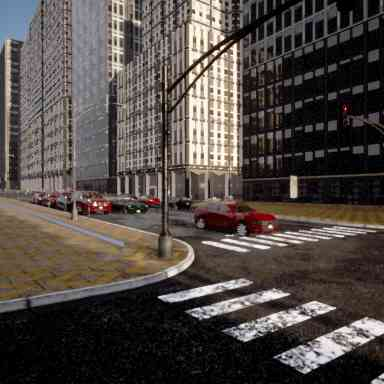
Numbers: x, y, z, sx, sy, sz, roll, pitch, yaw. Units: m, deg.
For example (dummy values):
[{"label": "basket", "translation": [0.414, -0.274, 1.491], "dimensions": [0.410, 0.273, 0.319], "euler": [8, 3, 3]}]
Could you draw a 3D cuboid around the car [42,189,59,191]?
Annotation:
[{"label": "car", "translation": [-25.091, 0.380, 59.870], "dimensions": [2.033, 1.411, 5.357], "euler": [0, 1, -34]}]

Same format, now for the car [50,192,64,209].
[{"label": "car", "translation": [-11.697, 0.987, 31.749], "dimensions": [1.947, 1.339, 4.313], "euler": [1, 0, -36]}]

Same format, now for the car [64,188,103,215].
[{"label": "car", "translation": [-8.378, 0.841, 27.209], "dimensions": [2.192, 1.841, 5.009], "euler": [1, 0, -36]}]

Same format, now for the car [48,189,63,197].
[{"label": "car", "translation": [-28.127, 0.214, 68.469], "dimensions": [2.008, 1.369, 4.403], "euler": [1, 0, -36]}]

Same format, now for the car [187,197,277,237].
[{"label": "car", "translation": [2.115, 1.263, 17.219], "dimensions": [1.882, 1.535, 5.008], "euler": [0, 1, -36]}]

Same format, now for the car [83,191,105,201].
[{"label": "car", "translation": [-14.874, 0.646, 50.314], "dimensions": [1.947, 1.339, 4.313], "euler": [1, 0, -36]}]

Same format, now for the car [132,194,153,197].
[{"label": "car", "translation": [-4.934, 0.977, 36.697], "dimensions": [1.802, 1.307, 4.206], "euler": [1, 0, -36]}]

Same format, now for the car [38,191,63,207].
[{"label": "car", "translation": [-15.009, 0.861, 36.287], "dimensions": [1.887, 1.381, 4.507], "euler": [1, 0, -36]}]

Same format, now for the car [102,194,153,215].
[{"label": "car", "translation": [-5.426, 1.147, 27.530], "dimensions": [1.895, 1.301, 4.718], "euler": [0, 1, -36]}]

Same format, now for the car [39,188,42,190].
[{"label": "car", "translation": [-31.441, 0.104, 73.009], "dimensions": [1.887, 1.381, 4.507], "euler": [1, 0, -36]}]

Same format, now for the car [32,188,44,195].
[{"label": "car", "translation": [-38.065, -0.208, 82.086], "dimensions": [1.967, 1.590, 4.097], "euler": [1, 0, -36]}]

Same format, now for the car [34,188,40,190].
[{"label": "car", "translation": [-34.752, -0.104, 77.547], "dimensions": [1.967, 1.590, 4.097], "euler": [1, 0, -36]}]

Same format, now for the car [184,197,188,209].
[{"label": "car", "translation": [1.662, 1.127, 27.811], "dimensions": [1.752, 1.417, 4.829], "euler": [1, 0, -36]}]

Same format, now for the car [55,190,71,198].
[{"label": "car", "translation": [-24.914, 0.289, 64.068], "dimensions": [1.752, 1.417, 4.829], "euler": [1, 0, -36]}]

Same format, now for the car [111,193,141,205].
[{"label": "car", "translation": [-8.248, 0.856, 41.236], "dimensions": [1.947, 1.339, 4.313], "euler": [1, 0, -36]}]

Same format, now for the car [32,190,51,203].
[{"label": "car", "translation": [-18.323, 0.793, 40.826], "dimensions": [1.802, 1.307, 4.206], "euler": [1, 0, -36]}]

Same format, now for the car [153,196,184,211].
[{"label": "car", "translation": [-1.620, 1.066, 32.158], "dimensions": [1.947, 1.339, 4.313], "euler": [1, 0, -36]}]
